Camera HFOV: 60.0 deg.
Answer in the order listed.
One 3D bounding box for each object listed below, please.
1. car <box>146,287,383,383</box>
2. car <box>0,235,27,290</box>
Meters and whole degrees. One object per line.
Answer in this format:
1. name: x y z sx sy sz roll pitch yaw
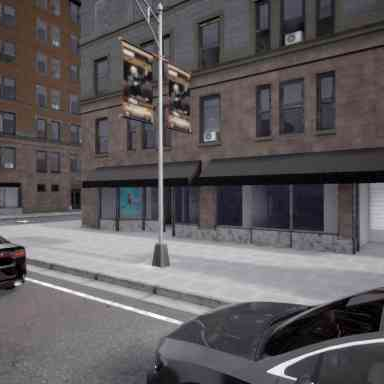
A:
1. car: 1.823 1.505 2.388 4.892 1.490 1.837 0 0 35
2. car: -5.911 1.478 7.878 5.008 1.535 1.882 0 0 35
